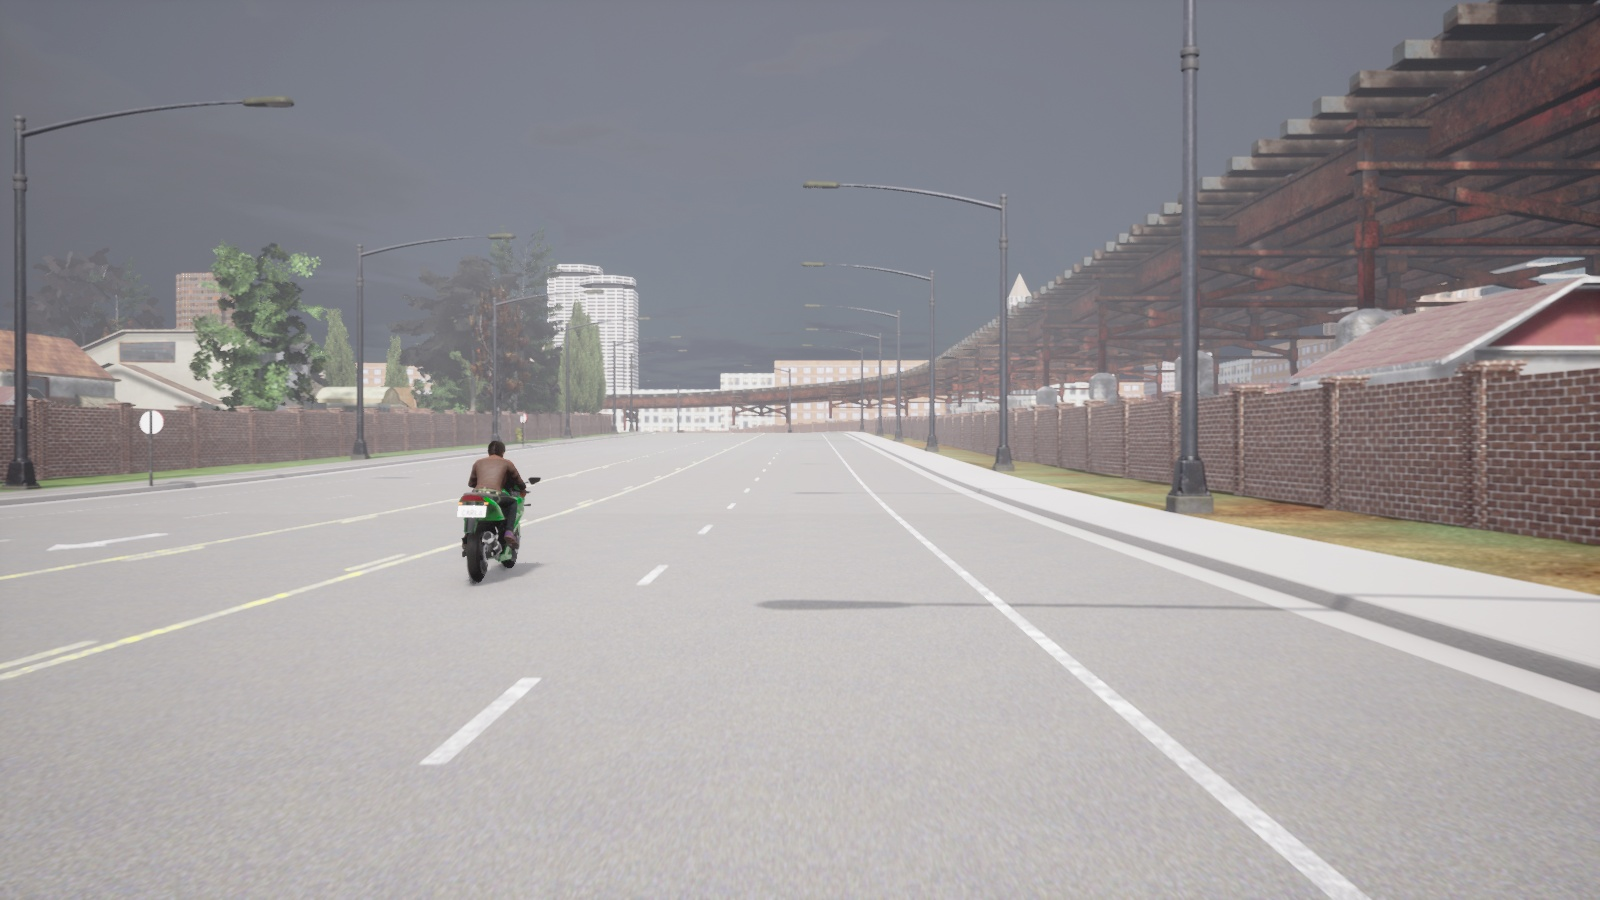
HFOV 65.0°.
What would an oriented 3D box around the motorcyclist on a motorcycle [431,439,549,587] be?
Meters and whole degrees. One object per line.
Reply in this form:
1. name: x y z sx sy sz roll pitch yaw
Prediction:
1. motorcyclist on a motorcycle: -3.404 0.647 13.986 0.797 1.523 2.044 0 0 0
